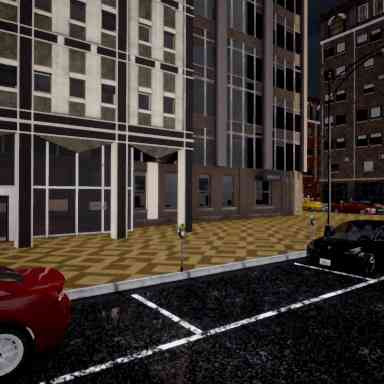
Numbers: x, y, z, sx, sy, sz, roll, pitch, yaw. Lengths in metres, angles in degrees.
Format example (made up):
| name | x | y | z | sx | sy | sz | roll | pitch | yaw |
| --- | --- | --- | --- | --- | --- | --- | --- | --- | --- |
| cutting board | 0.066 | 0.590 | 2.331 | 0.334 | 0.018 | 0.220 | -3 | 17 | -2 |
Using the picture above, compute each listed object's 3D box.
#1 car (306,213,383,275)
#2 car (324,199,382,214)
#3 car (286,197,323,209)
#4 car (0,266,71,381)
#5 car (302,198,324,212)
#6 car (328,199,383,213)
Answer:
| name | x | y | z | sx | sy | sz | roll | pitch | yaw |
| --- | --- | --- | --- | --- | --- | --- | --- | --- | --- |
| car | 5.455 | 1.567 | 10.473 | 4.313 | 1.339 | 1.947 | 0 | 0 | -36 |
| car | 15.492 | 1.535 | 32.154 | 1.802 | 1.307 | 4.206 | 0 | 0 | -36 |
| car | 15.574 | 1.500 | 46.381 | 1.752 | 1.417 | 4.829 | 0 | 0 | -36 |
| car | -3.793 | 1.545 | 3.847 | 4.507 | 1.381 | 1.887 | 0 | 0 | -36 |
| car | 12.283 | 1.467 | 36.611 | 1.752 | 1.417 | 4.829 | 0 | 0 | -36 |
| car | 18.508 | 1.523 | 37.871 | 2.033 | 1.411 | 5.357 | 0 | 0 | -36 |
